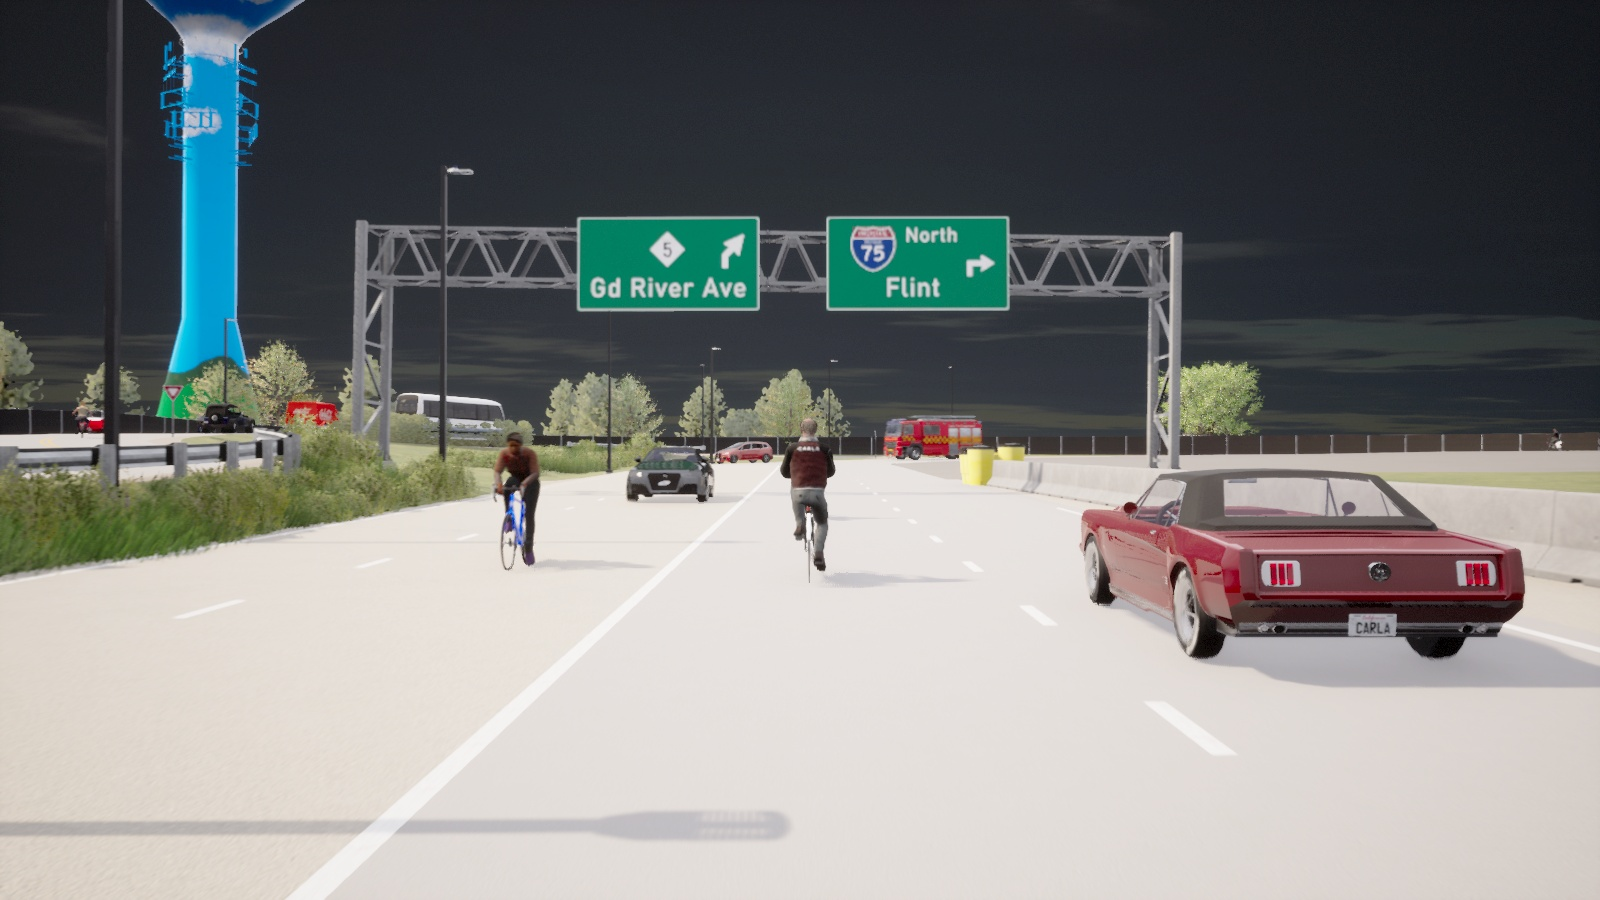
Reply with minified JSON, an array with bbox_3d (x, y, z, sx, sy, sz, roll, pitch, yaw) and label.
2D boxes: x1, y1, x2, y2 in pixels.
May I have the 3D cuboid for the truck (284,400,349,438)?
[{"bbox_3d":[-35.530,-2.231,92.421,2.627,2.467,5.204,0,-2,2],"label":"truck"}]

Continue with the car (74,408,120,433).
[{"bbox_3d":[-39.413,-1.621,70.405,1.481,1.376,2.207,0,1,-5],"label":"car"}]

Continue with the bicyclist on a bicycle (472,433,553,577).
[{"bbox_3d":[-3.398,0.608,14.970,0.582,1.620,1.656,0,1,0],"label":"bicyclist on a bicycle"}]

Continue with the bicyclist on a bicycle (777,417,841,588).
[{"bbox_3d":[0.096,0.539,13.933,0.659,1.776,1.843,0,1,0],"label":"bicyclist on a bicycle"}]

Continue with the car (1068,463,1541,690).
[{"bbox_3d":[3.573,0.794,10.009,1.895,1.301,4.718,0,0,0],"label":"car"}]

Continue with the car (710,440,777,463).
[{"bbox_3d":[-4.355,0.129,96.644,4.611,1.667,2.242,-1,0,-34],"label":"car"}]

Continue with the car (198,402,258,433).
[{"bbox_3d":[-36.132,-2.031,79.429,1.905,1.878,3.866,0,1,2],"label":"car"}]

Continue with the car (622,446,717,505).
[{"bbox_3d":[-3.297,0.610,32.395,1.994,1.385,4.181,0,0,0],"label":"car"}]
